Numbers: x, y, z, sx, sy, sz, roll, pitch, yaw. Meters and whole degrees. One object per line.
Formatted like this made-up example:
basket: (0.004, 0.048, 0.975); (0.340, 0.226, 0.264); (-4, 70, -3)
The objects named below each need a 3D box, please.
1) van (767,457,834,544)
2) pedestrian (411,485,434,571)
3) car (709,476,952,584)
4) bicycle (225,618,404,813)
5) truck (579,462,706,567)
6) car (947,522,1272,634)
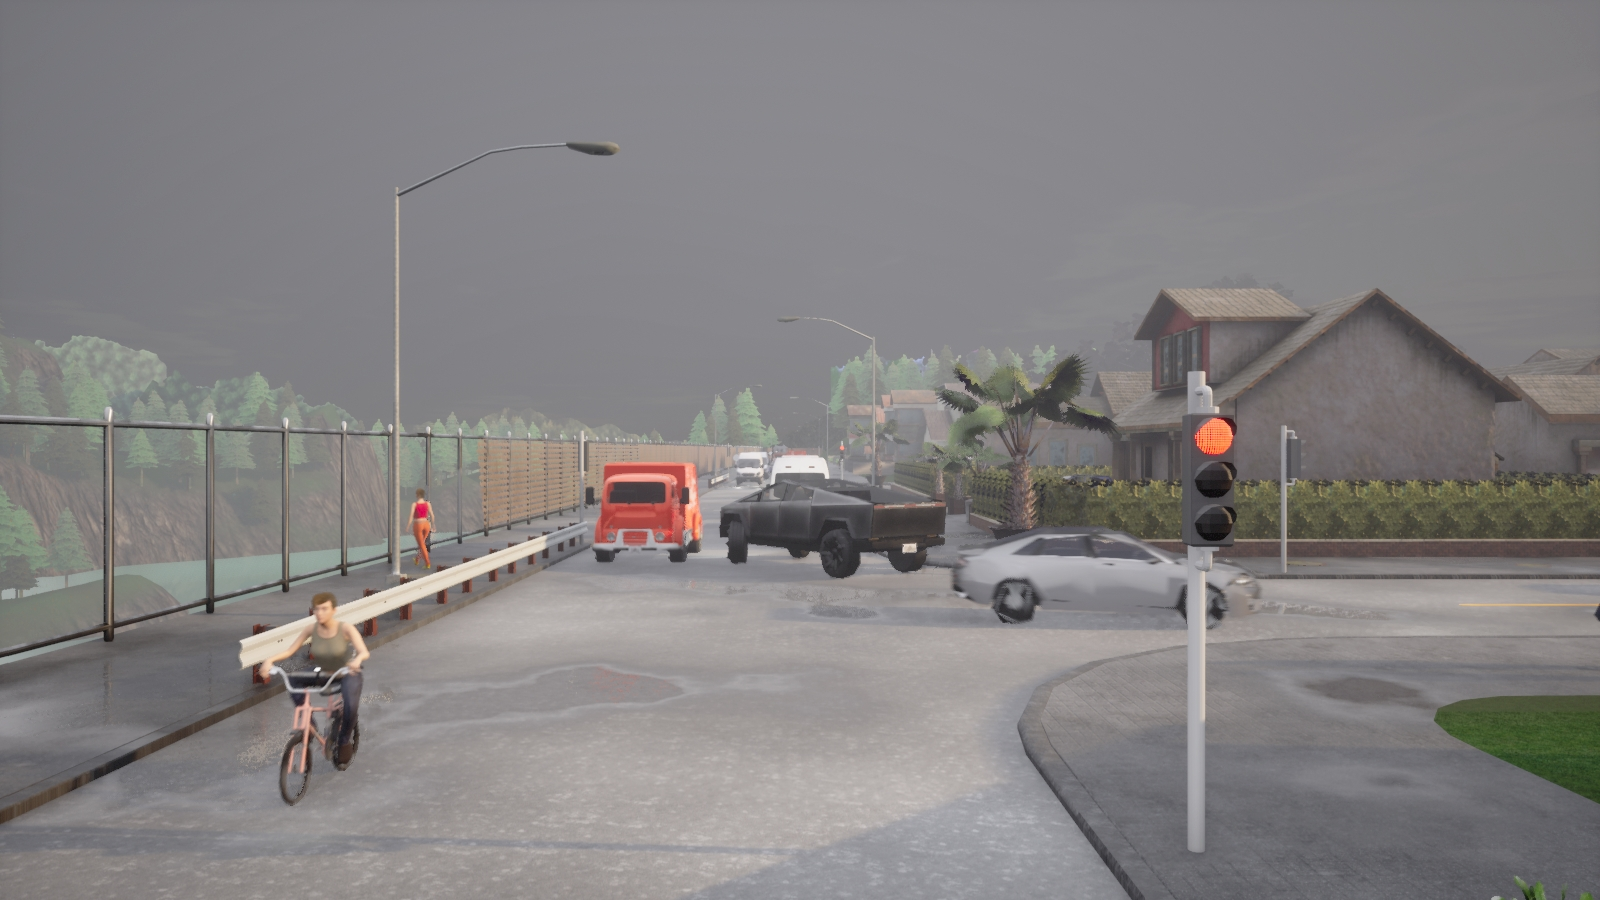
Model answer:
van: (0.006, 1.511, 36.872); (1.988, 2.561, 5.915); (0, 0, 0)
pedestrian: (-8.410, 1.728, 25.468); (0.375, 1.860, 0.375); (0, 0, -41)
car: (0.520, 1.736, 26.916); (2.390, 2.098, 6.274); (0, 0, -36)
bicycle: (-3.988, 2.151, 9.519); (0.859, 1.276, 1.487); (0, 0, 0)
truck: (-3.937, 1.556, 29.660); (2.627, 2.467, 5.204); (0, 0, -1)
car: (4.953, 2.035, 18.815); (4.902, 1.511, 2.128); (0, 0, 11)
